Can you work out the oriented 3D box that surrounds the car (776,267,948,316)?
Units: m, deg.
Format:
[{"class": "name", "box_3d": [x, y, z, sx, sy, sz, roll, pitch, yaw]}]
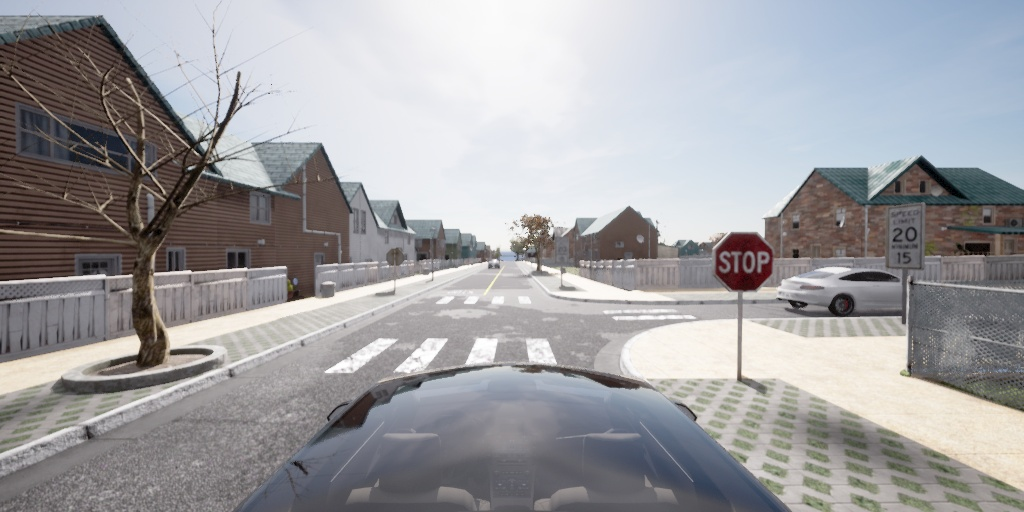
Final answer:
[{"class": "car", "box_3d": [11.355, 1.088, 11.783, 4.674, 1.442, 1.812, -1, 1, 0]}]

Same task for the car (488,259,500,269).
[{"class": "car", "box_3d": [-2.879, 1.283, 58.338, 2.128, 1.511, 4.902, 0, 0, 0]}]
